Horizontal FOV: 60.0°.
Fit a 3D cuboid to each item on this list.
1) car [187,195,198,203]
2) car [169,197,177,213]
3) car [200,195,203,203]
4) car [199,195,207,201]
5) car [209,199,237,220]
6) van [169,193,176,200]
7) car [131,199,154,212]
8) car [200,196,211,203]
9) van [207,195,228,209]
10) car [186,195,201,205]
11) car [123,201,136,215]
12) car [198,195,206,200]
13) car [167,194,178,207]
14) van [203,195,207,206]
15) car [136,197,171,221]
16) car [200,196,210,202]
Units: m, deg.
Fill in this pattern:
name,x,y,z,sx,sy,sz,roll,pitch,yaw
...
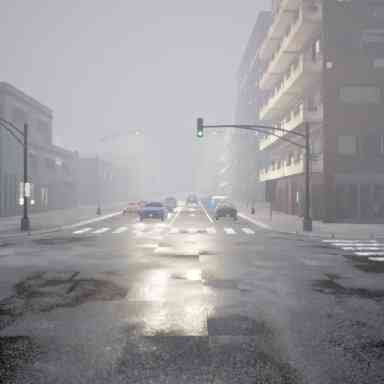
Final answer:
name,x,y,z,sx,sy,sz,roll,pitch,yaw
car,0.031,1.450,67.389,2.128,1.511,4.902,0,0,0
car,-3.069,1.552,36.944,1.994,1.385,4.181,0,0,0
car,2.729,1.499,55.553,1.752,1.417,4.829,1,0,0
car,2.742,1.479,83.288,1.887,1.381,4.507,1,0,0
car,2.715,1.544,27.480,2.008,1.369,4.403,1,0,0
van,-5.629,1.256,94.411,1.690,1.788,3.998,1,0,0
car,-5.660,1.532,38.609,1.887,1.381,4.507,1,0,0
car,2.734,1.526,66.545,1.947,1.339,4.313,1,0,0
van,2.720,1.332,33.060,1.690,1.788,3.998,1,0,0
car,0.027,1.323,57.353,2.097,1.767,4.553,0,0,0
car,-5.663,1.572,33.028,1.802,1.307,4.206,1,0,0
car,2.748,1.466,94.449,2.008,1.369,4.403,1,0,0
car,-3.053,1.485,47.392,1.837,1.490,4.892,0,0,1
van,2.726,1.325,44.222,1.690,1.788,3.998,1,0,0
car,-3.078,1.471,27.453,1.882,1.535,5.008,0,0,0
car,2.737,1.518,72.126,1.947,1.339,4.313,1,0,0
